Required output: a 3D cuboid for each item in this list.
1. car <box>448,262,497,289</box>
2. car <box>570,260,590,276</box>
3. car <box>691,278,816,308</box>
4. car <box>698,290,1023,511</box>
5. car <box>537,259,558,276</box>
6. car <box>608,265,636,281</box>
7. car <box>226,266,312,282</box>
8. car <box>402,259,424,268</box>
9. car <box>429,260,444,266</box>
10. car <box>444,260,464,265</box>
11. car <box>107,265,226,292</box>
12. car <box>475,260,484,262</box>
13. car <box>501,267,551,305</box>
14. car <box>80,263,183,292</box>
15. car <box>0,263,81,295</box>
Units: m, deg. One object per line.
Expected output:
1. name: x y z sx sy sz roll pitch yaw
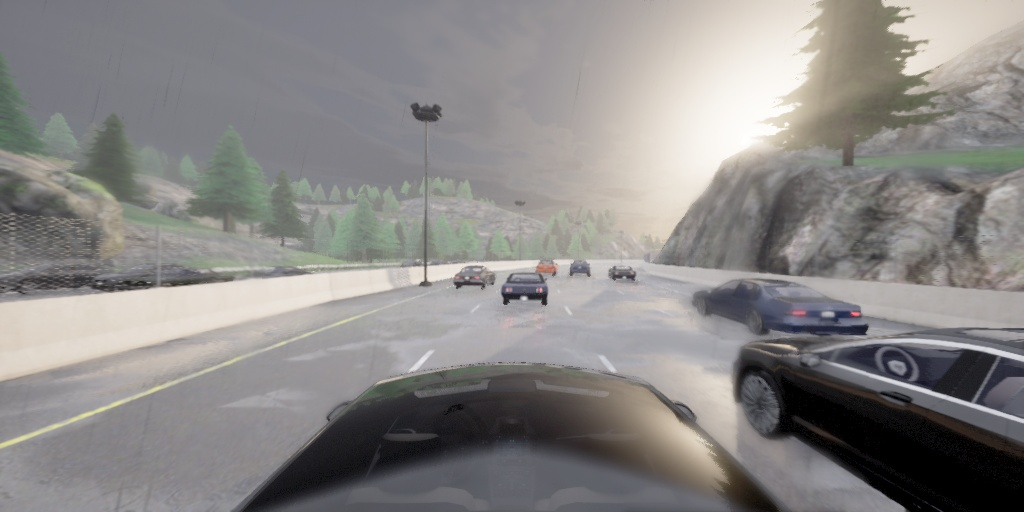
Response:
1. car: -2.266 1.319 23.178 2.033 1.411 5.357 0 0 7
2. car: 7.630 1.222 40.047 2.097 1.767 4.553 1 0 12
3. car: 7.252 1.364 10.523 2.033 1.411 5.357 0 0 4
4. car: 3.647 1.269 2.532 2.128 1.511 4.902 0 0 1
5. car: 3.946 1.195 39.546 2.097 1.767 4.553 1 0 11
6. car: 9.632 1.471 31.730 1.895 1.301 4.718 0 0 10
7. car: -13.186 1.253 20.185 1.994 1.385 4.181 0 0 5
8. car: -16.481 1.229 59.752 2.128 1.511 4.902 0 0 16
9. car: -12.461 1.329 61.077 1.994 1.385 4.181 0 0 16
10. car: -9.136 1.351 59.984 1.994 1.385 4.181 0 0 16
11. car: -16.877 1.261 18.335 1.895 1.301 4.718 0 0 5
12. car: -5.299 1.377 60.588 1.994 1.385 4.181 0 0 17
13. car: 0.678 1.381 16.399 1.895 1.301 4.718 0 0 5
14. car: -20.210 1.145 20.183 1.837 1.490 4.892 0 0 5
15. car: -23.842 1.118 18.701 1.837 1.490 4.892 0 0 5
